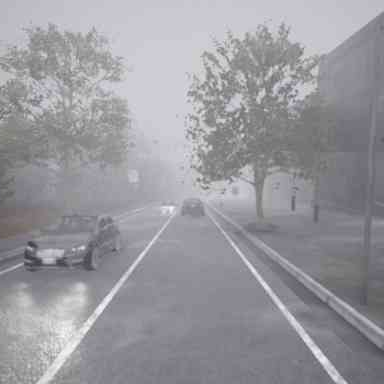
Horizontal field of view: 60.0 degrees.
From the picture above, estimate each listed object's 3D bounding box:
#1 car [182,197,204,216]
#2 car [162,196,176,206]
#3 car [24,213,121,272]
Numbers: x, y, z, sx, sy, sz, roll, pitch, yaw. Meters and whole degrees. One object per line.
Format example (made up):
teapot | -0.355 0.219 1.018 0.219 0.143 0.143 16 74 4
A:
car | 0.085 1.292 32.392 2.097 1.767 4.553 0 0 0
car | -3.591 1.396 52.084 2.128 1.511 4.902 0 0 0
car | -3.604 1.473 10.844 2.128 1.511 4.902 0 0 0
